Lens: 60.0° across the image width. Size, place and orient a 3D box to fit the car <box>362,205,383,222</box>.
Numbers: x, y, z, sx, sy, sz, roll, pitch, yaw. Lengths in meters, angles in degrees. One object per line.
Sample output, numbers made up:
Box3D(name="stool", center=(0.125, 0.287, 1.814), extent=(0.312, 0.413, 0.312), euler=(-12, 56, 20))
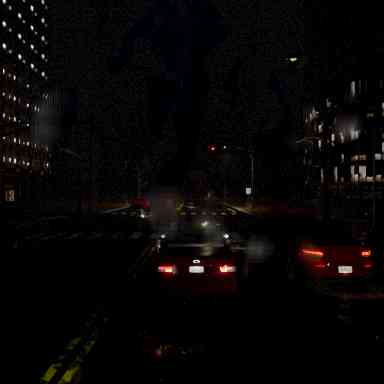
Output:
Box3D(name="car", center=(16.065, 1.617, 26.841), extent=(4.181, 1.385, 1.994), euler=(0, 0, 1))

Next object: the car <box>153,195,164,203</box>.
Box3D(name="car", center=(-6.719, 1.415, 67.559), extent=(1.837, 1.490, 4.892), euler=(0, 0, 0))

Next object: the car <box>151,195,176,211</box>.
Box3D(name="car", center=(-3.430, 1.318, 40.700), extent=(2.097, 1.767, 4.553), euler=(0, 0, 0))

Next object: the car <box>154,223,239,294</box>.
Box3D(name="car", center=(0.081, 1.544, 8.951), extent=(2.033, 1.411, 5.357), euler=(0, 0, 0))

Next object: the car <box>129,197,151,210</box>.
Box3D(name="car", center=(-6.687, 1.441, 42.319), extent=(1.882, 1.535, 5.008), euler=(0, 0, 0))

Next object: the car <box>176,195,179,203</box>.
Box3D(name="car", center=(-3.452, 1.451, 51.983), extent=(1.837, 1.490, 4.892), euler=(0, 0, 0))

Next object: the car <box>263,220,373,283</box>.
Box3D(name="car", center=(3.330, 1.522, 9.537), extent=(1.812, 1.442, 4.674), euler=(0, 0, 0))

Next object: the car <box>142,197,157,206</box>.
Box3D(name="car", center=(-6.707, 1.469, 52.721), extent=(1.812, 1.442, 4.674), euler=(0, 0, 0))
